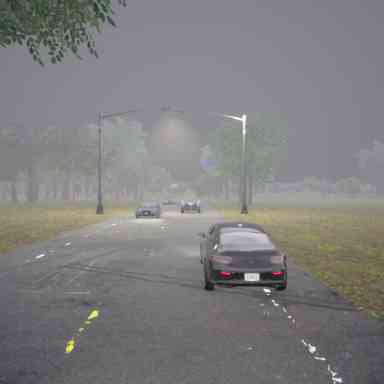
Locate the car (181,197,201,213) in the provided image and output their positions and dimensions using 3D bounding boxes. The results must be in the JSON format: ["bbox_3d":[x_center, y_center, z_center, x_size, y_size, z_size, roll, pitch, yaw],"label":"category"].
[{"bbox_3d":[-0.126,1.377,37.363,2.097,1.767,4.553,0,0,0],"label":"car"}]

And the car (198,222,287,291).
[{"bbox_3d":[1.178,1.524,8.901,1.812,1.442,4.674,0,0,0],"label":"car"}]

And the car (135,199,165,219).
[{"bbox_3d":[-3.754,1.576,29.327,1.994,1.385,4.181,0,0,0],"label":"car"}]

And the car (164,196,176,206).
[{"bbox_3d":[-3.806,1.417,57.681,2.097,1.767,4.553,0,0,0],"label":"car"}]

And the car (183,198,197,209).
[{"bbox_3d":[-0.241,1.606,47.029,1.994,1.385,4.181,0,0,1],"label":"car"}]
